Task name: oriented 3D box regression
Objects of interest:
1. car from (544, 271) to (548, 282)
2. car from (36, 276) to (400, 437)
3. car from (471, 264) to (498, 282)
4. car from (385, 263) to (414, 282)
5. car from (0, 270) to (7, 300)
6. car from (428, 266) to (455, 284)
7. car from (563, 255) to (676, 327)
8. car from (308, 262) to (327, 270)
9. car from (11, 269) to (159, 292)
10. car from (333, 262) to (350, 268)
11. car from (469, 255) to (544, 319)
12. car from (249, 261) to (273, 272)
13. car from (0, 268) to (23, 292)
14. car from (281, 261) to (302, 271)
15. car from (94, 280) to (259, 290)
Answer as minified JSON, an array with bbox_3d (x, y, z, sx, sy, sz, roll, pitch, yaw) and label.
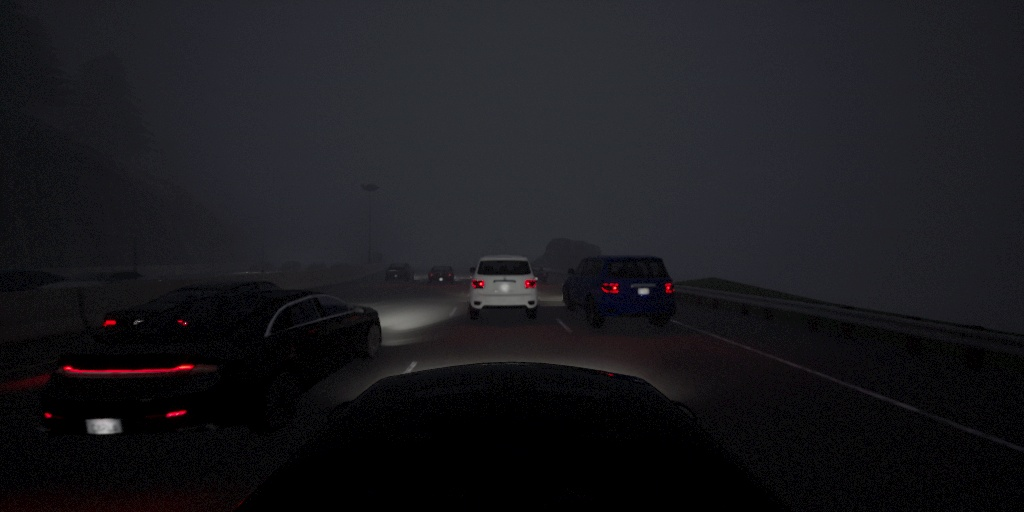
[{"bbox_3d":[1.486,1.420,28.826,1.895,1.301,4.718,0,0,-8],"label":"car"},{"bbox_3d":[-3.571,1.260,5.519,2.128,1.511,4.902,0,0,-1],"label":"car"},{"bbox_3d":[-2.435,1.397,31.091,1.994,1.385,4.181,0,0,-9],"label":"car"},{"bbox_3d":[-9.346,1.338,30.067,2.128,1.511,4.902,0,0,-9],"label":"car"},{"bbox_3d":[-25.218,1.388,14.579,2.033,1.411,5.357,0,0,-5],"label":"car"},{"bbox_3d":[-5.559,1.435,28.623,1.895,1.301,4.718,0,0,-8],"label":"car"},{"bbox_3d":[3.207,0.992,11.801,2.150,2.045,5.566,0,0,-3],"label":"car"},{"bbox_3d":[-30.156,1.561,55.663,1.895,1.301,4.718,0,0,-18],"label":"car"},{"bbox_3d":[-18.350,1.354,16.107,1.812,1.442,4.674,0,0,-6],"label":"car"},{"bbox_3d":[-26.463,1.553,55.634,1.895,1.301,4.718,0,0,-18],"label":"car"},{"bbox_3d":[-0.377,1.002,13.197,2.150,2.045,5.566,0,0,-4],"label":"car"},{"bbox_3d":[-36.327,1.468,52.062,1.837,1.490,4.892,0,0,-17],"label":"car"},{"bbox_3d":[-21.782,1.311,15.142,1.882,1.535,5.008,0,0,-5],"label":"car"},{"bbox_3d":[-33.427,1.441,54.354,1.882,1.535,5.008,0,0,-18],"label":"car"},{"bbox_3d":[-7.152,1.333,9.315,2.033,1.411,5.357,0,0,-3],"label":"car"}]
